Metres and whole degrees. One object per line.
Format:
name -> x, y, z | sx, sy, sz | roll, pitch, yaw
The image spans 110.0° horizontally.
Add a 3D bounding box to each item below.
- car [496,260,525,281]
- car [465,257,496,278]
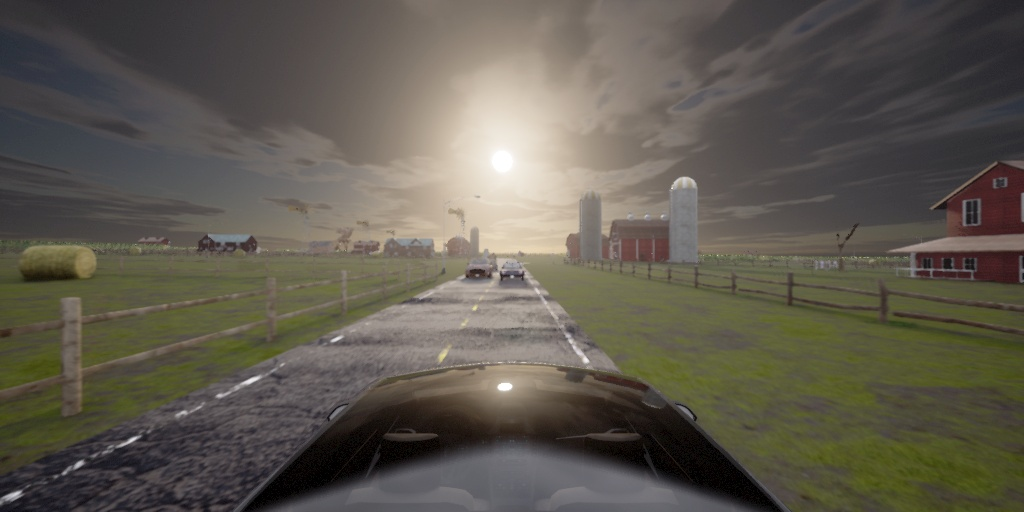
car -> 0.017, 1.202, 28.064 | 1.895, 1.301, 4.718 | 0, 0, 0
car -> -2.751, 0.937, 30.767 | 2.097, 1.767, 4.553 | 0, 0, 0
